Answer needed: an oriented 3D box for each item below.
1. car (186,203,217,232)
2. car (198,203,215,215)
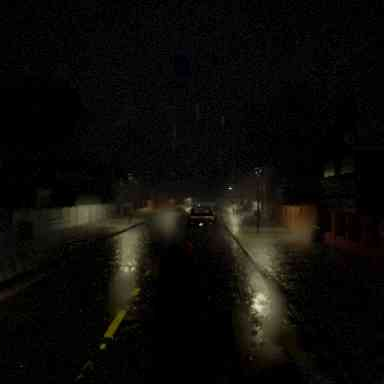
[{"bbox_3d":[0.636,1.717,21.832,2.128,1.511,4.902,0,-1,2],"label":"car"},{"bbox_3d":[1.908,2.039,41.528,1.895,1.301,4.718,0,-1,5],"label":"car"}]
